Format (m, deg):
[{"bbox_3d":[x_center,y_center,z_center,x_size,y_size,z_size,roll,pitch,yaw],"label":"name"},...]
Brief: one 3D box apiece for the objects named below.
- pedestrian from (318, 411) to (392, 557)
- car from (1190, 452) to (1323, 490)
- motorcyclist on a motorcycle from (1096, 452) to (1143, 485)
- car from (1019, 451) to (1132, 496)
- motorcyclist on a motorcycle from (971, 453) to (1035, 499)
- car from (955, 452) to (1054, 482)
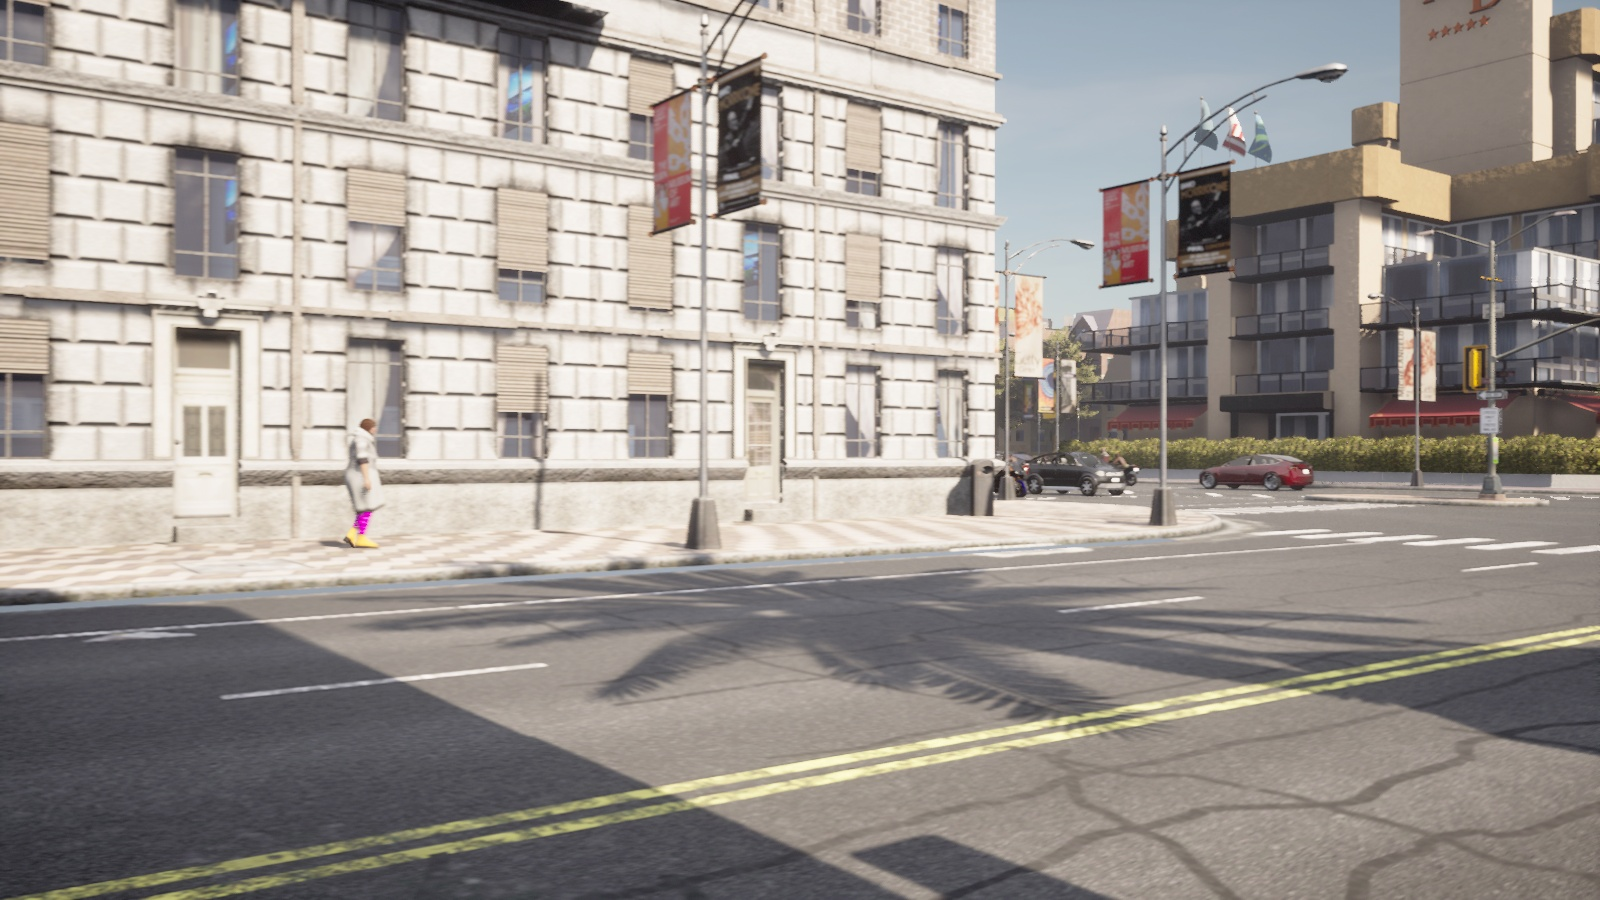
[{"bbox_3d":[-6.159,0.458,17.379,0.873,1.952,0.659,0,0,-28],"label":"pedestrian"},{"bbox_3d":[18.893,0.835,52.182,2.163,1.488,4.792,0,0,-36],"label":"car"},{"bbox_3d":[14.731,0.841,57.979,0.797,1.523,2.044,0,0,-36],"label":"motorcyclist on a motorcycle"},{"bbox_3d":[9.851,0.815,45.059,1.789,1.549,3.705,0,0,-36],"label":"car"},{"bbox_3d":[6.945,0.873,43.107,0.866,1.530,2.191,0,0,-36],"label":"motorcyclist on a motorcycle"},{"bbox_3d":[10.383,0.839,63.977,2.128,1.511,4.902,0,0,-36],"label":"car"}]
